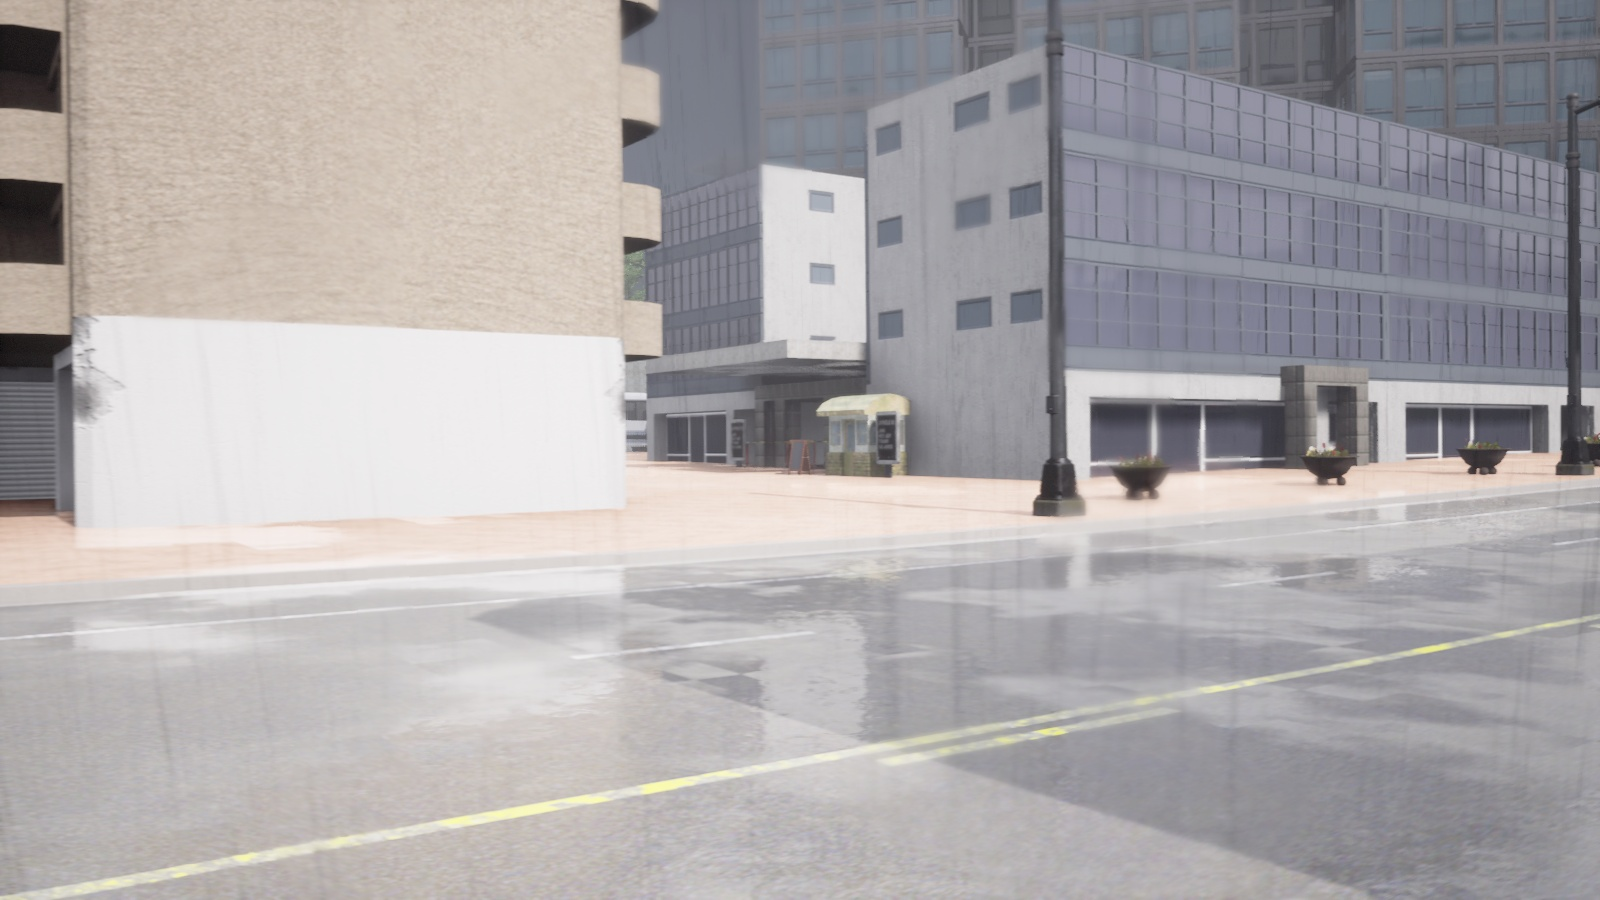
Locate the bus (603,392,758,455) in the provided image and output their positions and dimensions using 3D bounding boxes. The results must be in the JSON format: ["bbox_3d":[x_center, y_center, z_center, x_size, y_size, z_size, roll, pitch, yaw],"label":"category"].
[{"bbox_3d":[-8.428,-1.851,89.229,10.273,4.253,3.944,-1,0,-33],"label":"bus"}]
